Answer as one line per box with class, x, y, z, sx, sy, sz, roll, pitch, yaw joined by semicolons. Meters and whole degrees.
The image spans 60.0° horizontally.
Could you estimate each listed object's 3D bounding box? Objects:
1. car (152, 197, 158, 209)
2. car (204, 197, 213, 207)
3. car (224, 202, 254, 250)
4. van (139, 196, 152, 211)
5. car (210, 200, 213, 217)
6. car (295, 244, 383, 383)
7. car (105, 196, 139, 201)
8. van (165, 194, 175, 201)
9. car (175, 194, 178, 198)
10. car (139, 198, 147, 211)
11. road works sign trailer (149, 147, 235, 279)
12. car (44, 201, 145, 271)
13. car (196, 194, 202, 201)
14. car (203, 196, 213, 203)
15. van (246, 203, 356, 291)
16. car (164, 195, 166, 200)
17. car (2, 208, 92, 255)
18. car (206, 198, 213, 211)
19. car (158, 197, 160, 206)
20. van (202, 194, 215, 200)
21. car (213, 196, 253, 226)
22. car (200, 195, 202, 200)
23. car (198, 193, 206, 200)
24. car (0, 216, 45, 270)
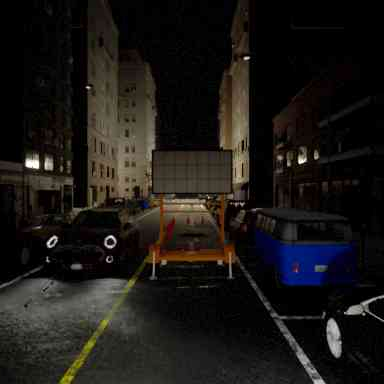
car;-5.839;1.509;42.542;1.752;1.417;4.829;0;0;0
car;2.684;1.539;37.053;2.008;1.369;4.403;0;0;0
car;2.674;1.436;14.376;1.967;1.590;4.097;0;0;0
van;-5.842;1.329;37.043;1.690;1.788;3.998;0;0;0
car;2.679;1.558;25.715;1.947;1.339;4.313;0;0;0
car;2.668;1.550;3.038;2.008;1.369;4.403;0;0;0
car;-5.847;1.307;25.707;2.192;1.841;5.009;0;0;0
van;-5.820;1.271;81.244;1.690;1.788;3.998;0;0;0
car;-5.815;1.225;92.416;2.192;1.841;5.009;0;0;0
car;-5.844;1.541;31.374;2.008;1.369;4.403;0;0;0
road works sign trailer;0.004;0.462;10.018;2.380;3.560;2.880;0;0;0
car;-2.996;1.349;10.891;2.097;1.767;4.553;0;0;0
car;2.705;1.370;81.257;1.967;1.590;4.097;0;0;0
car;2.687;1.566;42.723;1.802;1.307;4.206;0;0;0
van;2.671;1.339;8.707;1.690;1.788;3.998;0;0;0
car;-5.833;1.520;54.048;2.008;1.369;4.403;0;0;0
car;-5.852;1.522;14.200;1.752;1.417;4.829;0;0;0
car;2.681;1.556;31.384;1.947;1.339;4.313;0;0;0
car;-5.836;1.502;48.211;1.752;1.417;4.829;0;0;0
van;2.690;1.318;48.393;1.690;1.788;3.998;0;0;0
car;2.676;1.309;20.045;2.192;1.841;5.009;0;0;0
car;2.692;1.494;54.232;1.752;1.417;4.829;0;0;0
car;2.711;1.225;92.428;2.192;1.841;5.009;0;0;0
car;-5.855;1.543;8.701;1.887;1.381;4.507;0;0;0
